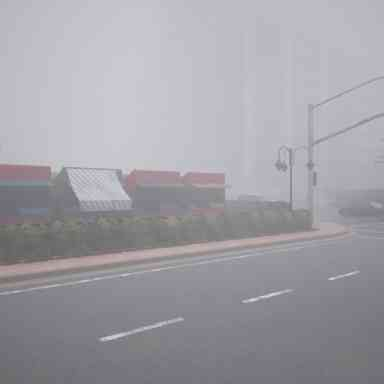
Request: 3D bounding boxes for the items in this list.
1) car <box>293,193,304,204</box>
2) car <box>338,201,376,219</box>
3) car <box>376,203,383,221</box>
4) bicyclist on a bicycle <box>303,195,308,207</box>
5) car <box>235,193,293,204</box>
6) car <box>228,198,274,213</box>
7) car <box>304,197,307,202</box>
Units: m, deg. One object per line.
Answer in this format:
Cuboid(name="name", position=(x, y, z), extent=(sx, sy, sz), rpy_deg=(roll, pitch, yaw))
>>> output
Cuboid(name="car", position=(16.632, 1.114, 57.399), extent=(1.905, 1.878, 3.866), rpy_deg=(0, 0, -36))
Cuboid(name="car", position=(14.086, 1.473, 26.520), extent=(1.812, 1.442, 4.674), rpy_deg=(0, 0, -36))
Cuboid(name="car", position=(11.559, 1.479, 17.502), extent=(2.128, 1.511, 4.902), rpy_deg=(1, 1, 19))
Cuboid(name="bicyclist on a bicycle", position=(15.550, 1.246, 44.917), extent=(1.656, 1.620, 0.582), rpy_deg=(0, 0, -36))
Cuboid(name="car", position=(6.270, 1.167, 31.335), extent=(2.150, 2.045, 5.566), rpy_deg=(0, 0, -36))
Cuboid(name="car", position=(6.466, 1.436, 37.033), extent=(2.128, 1.511, 4.902), rpy_deg=(0, 0, -36))
Cuboid(name="car", position=(19.024, 1.114, 59.110), extent=(1.905, 1.878, 3.866), rpy_deg=(0, 0, -36))
